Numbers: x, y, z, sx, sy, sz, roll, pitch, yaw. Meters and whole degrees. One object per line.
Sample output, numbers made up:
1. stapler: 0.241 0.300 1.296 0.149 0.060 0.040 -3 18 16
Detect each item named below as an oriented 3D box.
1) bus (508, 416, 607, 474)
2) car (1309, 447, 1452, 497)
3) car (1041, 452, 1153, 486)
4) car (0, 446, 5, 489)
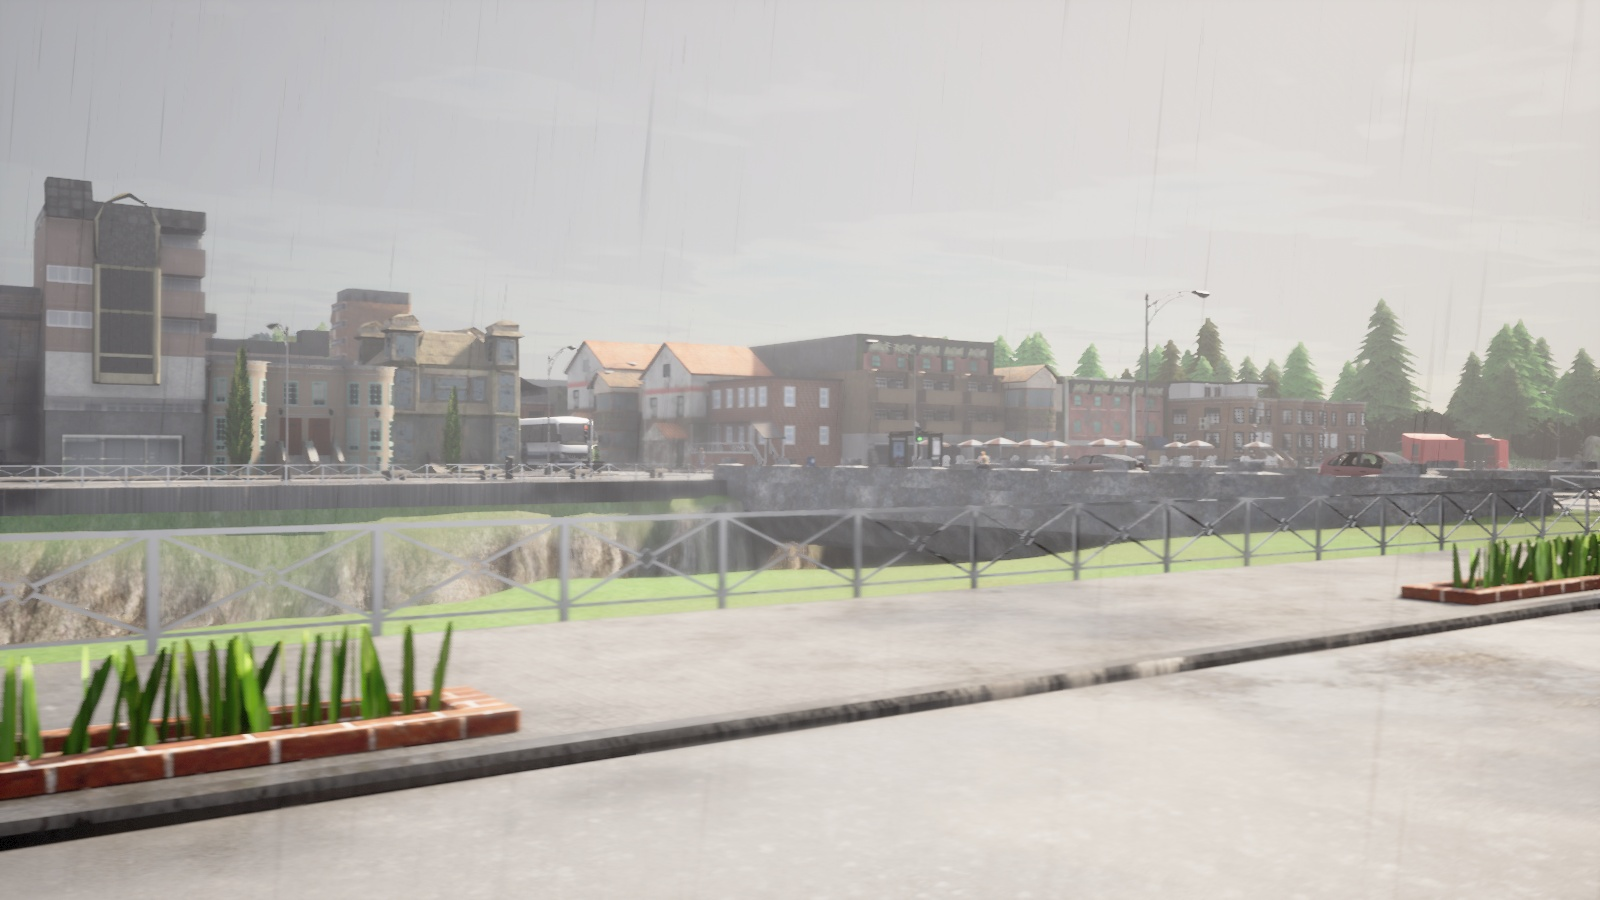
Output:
1. bus: -18.934 -0.353 97.444 3.944 4.253 10.273 0 0 -33
2. car: 19.475 0.705 42.260 1.851 1.617 3.988 0 0 -35
3. car: 13.588 0.857 57.706 2.163 1.488 4.792 0 0 -35
4. car: -36.843 0.771 53.817 4.605 1.855 1.932 0 0 -35
